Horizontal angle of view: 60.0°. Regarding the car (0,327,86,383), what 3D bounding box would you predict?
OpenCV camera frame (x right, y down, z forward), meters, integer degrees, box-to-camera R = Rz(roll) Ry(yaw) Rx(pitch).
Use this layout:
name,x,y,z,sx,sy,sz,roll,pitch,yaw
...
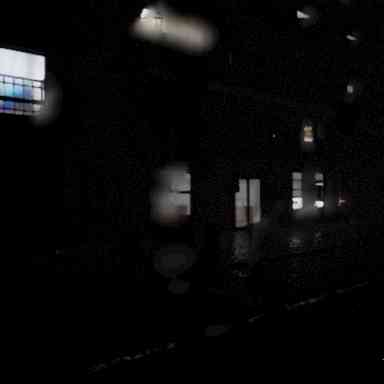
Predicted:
name,x,y,z,sx,sy,sz,roll,pitch,yaw
car,-2.778,1.529,1.377,4.674,1.442,1.812,0,0,-36
